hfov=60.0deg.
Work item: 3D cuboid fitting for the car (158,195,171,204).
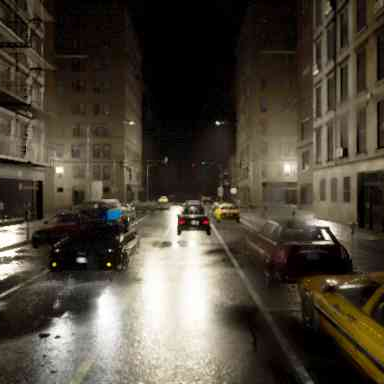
[{"bbox_3d":[-5.422,1.542,63.208,1.752,1.417,4.829,0,0,0],"label":"car"}]

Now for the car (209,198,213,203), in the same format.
[{"bbox_3d":[2.623,1.559,30.826,2.008,1.369,4.403,0,0,0],"label":"car"}]

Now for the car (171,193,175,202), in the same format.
[{"bbox_3d":[-5.428,1.584,74.740,1.947,1.339,4.313,0,0,0],"label":"car"}]

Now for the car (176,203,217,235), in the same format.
[{"bbox_3d":[0.088,1.552,18.901,2.033,1.411,5.357,0,0,0],"label":"car"}]

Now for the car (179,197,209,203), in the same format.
[{"bbox_3d":[0.094,1.500,30.713,2.128,1.511,4.902,0,0,-2],"label":"car"}]

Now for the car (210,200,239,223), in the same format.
[{"bbox_3d":[2.631,1.532,25.590,1.752,1.417,4.829,0,0,0],"label":"car"}]

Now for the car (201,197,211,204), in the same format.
[{"bbox_3d":[2.603,1.598,63.383,1.802,1.307,4.206,0,0,0],"label":"car"}]

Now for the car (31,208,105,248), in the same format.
[{"bbox_3d":[-5.400,1.586,14.602,1.802,1.307,4.206,0,0,0],"label":"car"}]

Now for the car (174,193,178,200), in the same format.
[{"bbox_3d":[-5.434,1.569,86.103,2.008,1.369,4.403,0,0,0],"label":"car"}]

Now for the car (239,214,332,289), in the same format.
[{"bbox_3d":[2.654,1.442,9.201,1.967,1.590,4.097,0,0,0],"label":"car"}]

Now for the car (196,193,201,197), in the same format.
[{"bbox_3d":[2.594,1.458,80.429,1.967,1.590,4.097,0,0,0],"label":"car"}]

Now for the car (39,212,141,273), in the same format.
[{"bbox_3d":[-2.854,1.566,10.576,1.994,1.385,4.181,0,0,0],"label":"car"}]

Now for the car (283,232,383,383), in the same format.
[{"bbox_3d":[2.662,1.526,3.965,1.752,1.417,4.829,0,0,0],"label":"car"}]

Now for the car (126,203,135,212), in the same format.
[{"bbox_3d":[-5.404,1.557,25.414,2.008,1.369,4.403,0,0,0],"label":"car"}]

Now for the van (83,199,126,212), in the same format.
[{"bbox_3d":[-5.402,1.346,20.008,1.690,1.788,3.998,0,0,0],"label":"van"}]

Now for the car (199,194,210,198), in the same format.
[{"bbox_3d":[2.606,1.566,57.702,2.008,1.369,4.403,0,0,0],"label":"car"}]
